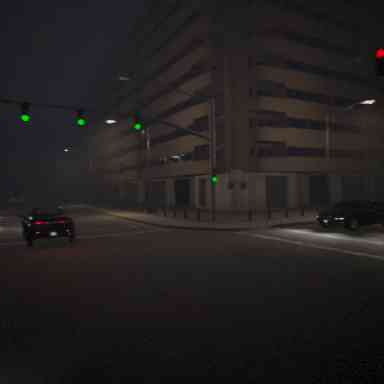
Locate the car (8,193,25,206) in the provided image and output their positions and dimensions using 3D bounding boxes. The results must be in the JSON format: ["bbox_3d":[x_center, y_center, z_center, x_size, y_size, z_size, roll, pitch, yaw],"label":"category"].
[{"bbox_3d":[-28.395,1.180,53.923,2.150,2.045,5.566,-2,1,-29],"label":"car"}]

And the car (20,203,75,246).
[{"bbox_3d":[-6.615,1.423,15.137,2.128,1.511,4.902,-2,1,-29],"label":"car"}]

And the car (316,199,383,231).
[{"bbox_3d":[8.753,1.151,17.744,4.892,1.490,1.837,-2,1,-30],"label":"car"}]
